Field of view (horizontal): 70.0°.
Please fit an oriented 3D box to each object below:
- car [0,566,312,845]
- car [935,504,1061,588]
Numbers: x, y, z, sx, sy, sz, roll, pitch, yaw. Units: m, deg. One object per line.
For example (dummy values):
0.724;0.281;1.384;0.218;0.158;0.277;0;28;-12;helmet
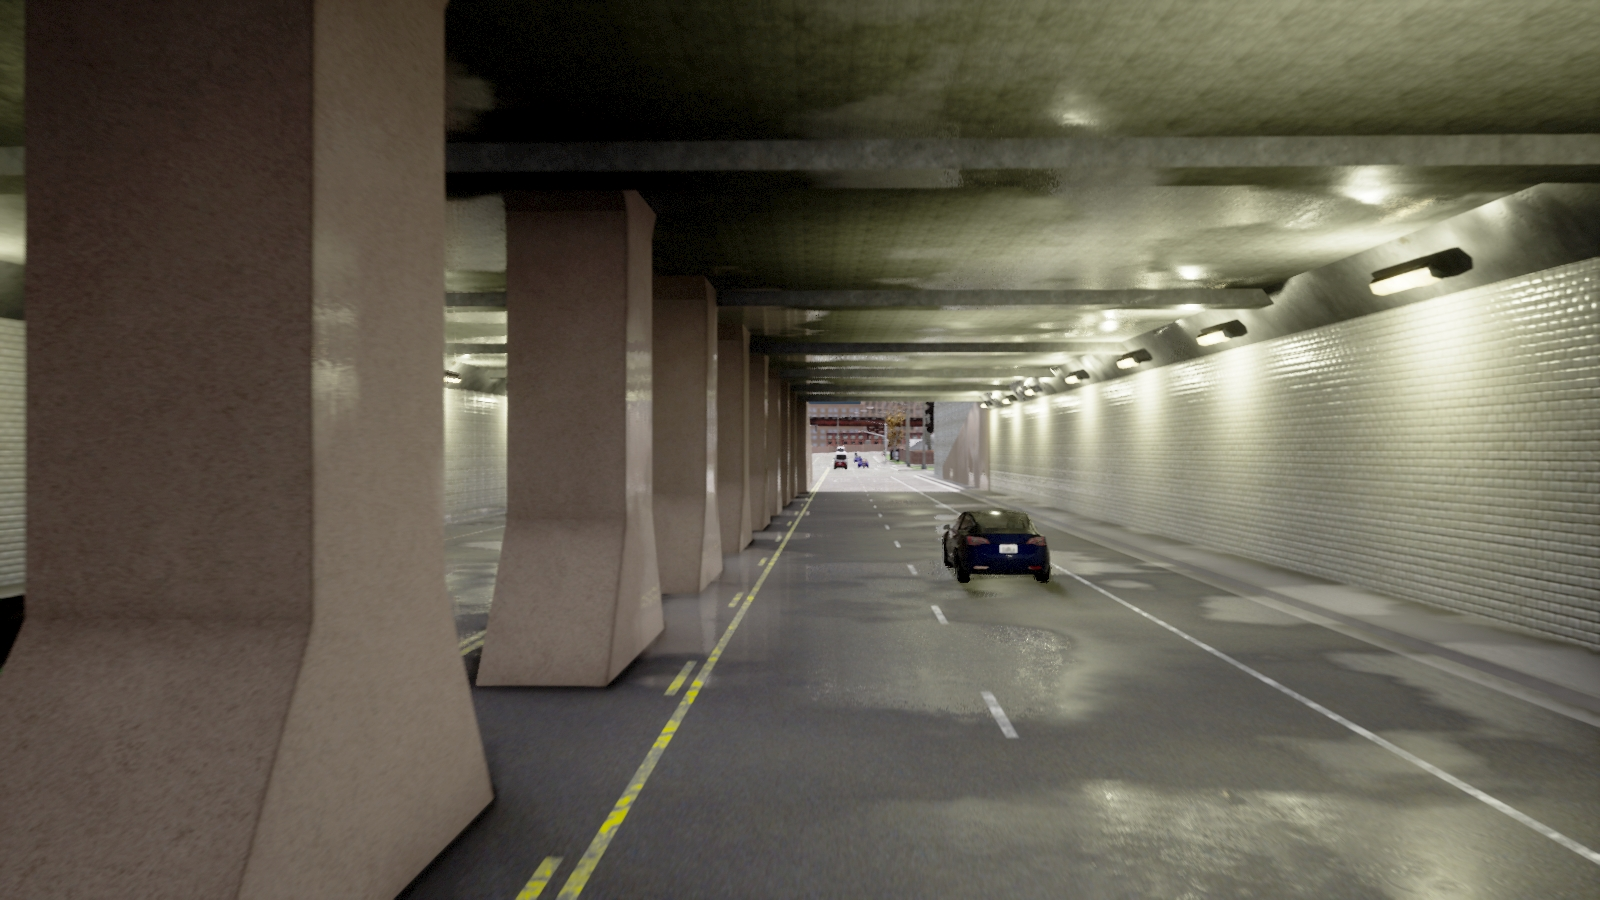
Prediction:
-6.707;2.060;10.473;2.231;1.480;4.892;0;0;2;car
4.310;2.063;25.640;2.163;1.488;4.792;0;0;2;car
